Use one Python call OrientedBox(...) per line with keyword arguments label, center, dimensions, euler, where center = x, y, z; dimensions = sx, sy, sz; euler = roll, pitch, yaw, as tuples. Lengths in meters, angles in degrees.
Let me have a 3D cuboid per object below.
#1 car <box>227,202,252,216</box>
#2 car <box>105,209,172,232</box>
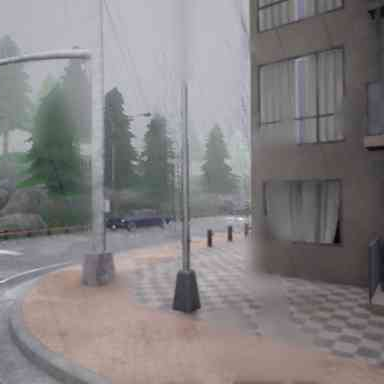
OrientedBox(label="car", center=(5.718, 1.762, 35.154), dimensions=(2.033, 1.411, 5.357), euler=(-1, -1, 35))
OrientedBox(label="car", center=(-3.481, 1.814, 21.972), dimensions=(1.895, 1.301, 4.718), euler=(-1, -1, 35))
